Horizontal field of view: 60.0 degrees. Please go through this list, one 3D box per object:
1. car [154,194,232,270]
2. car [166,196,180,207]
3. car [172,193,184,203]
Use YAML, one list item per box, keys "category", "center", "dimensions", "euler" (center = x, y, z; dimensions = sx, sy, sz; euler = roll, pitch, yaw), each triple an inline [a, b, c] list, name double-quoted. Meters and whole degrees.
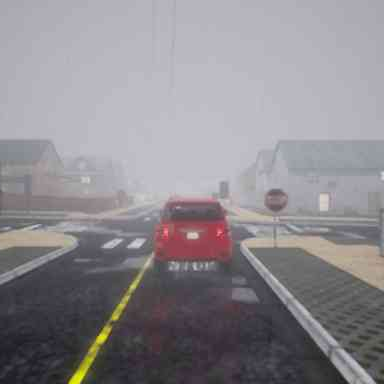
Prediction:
- category: "car"
  center: [0.042, 1.185, 11.053]
  dimensions: [2.150, 2.045, 5.566]
  euler: [0, 0, 0]
- category: "car"
  center: [-2.826, 1.360, 49.977]
  dimensions: [1.812, 1.442, 4.674]
  euler: [0, 0, 0]
- category: "car"
  center: [-2.741, 1.165, 66.634]
  dimensions: [2.097, 1.767, 4.553]
  euler: [0, 0, 0]
